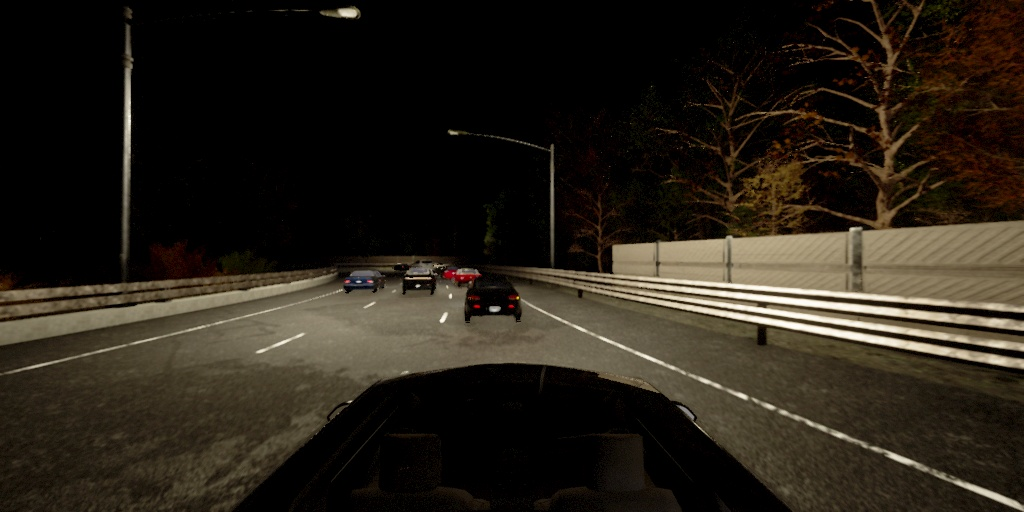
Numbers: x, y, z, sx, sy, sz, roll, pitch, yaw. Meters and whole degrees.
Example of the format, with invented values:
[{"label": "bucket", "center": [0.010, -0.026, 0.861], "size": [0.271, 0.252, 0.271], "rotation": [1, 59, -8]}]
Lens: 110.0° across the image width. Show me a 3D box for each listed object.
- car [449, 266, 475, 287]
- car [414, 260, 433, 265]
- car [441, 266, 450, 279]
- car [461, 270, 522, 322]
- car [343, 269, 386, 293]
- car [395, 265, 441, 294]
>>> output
[{"label": "car", "center": [-3.596, 1.677, 28.406], "size": [1.895, 1.301, 4.718], "rotation": [0, -1, -14]}, {"label": "car", "center": [-13.500, 1.618, 54.218], "size": [2.150, 2.045, 5.566], "rotation": [0, -1, -28]}, {"label": "car", "center": [-6.660, 1.769, 38.780], "size": [1.994, 1.385, 4.181], "rotation": [0, -1, -19]}, {"label": "car", "center": [-0.749, 1.411, 12.817], "size": [1.812, 1.442, 4.674], "rotation": [0, -1, -6]}, {"label": "car", "center": [-9.381, 1.564, 23.111], "size": [2.033, 1.411, 5.357], "rotation": [0, -1, -12]}, {"label": "car", "center": [-5.707, 1.496, 22.316], "size": [2.128, 1.511, 4.902], "rotation": [0, -1, -11]}]
